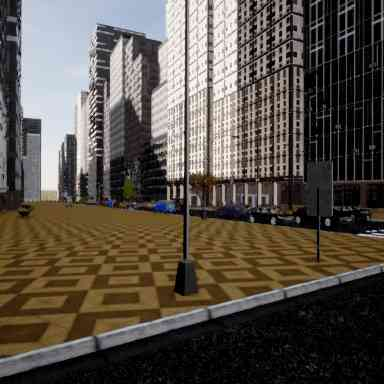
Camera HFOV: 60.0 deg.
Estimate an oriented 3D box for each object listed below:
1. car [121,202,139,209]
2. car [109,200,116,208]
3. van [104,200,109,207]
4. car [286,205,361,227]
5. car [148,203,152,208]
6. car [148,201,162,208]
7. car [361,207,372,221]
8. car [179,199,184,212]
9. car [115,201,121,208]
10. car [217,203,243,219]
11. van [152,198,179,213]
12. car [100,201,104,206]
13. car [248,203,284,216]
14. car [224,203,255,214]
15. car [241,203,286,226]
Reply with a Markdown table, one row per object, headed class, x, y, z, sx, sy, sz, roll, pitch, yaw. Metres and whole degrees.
| class | x | y | z | sx | sy | sz | roll | pitch | yaw |
| --- | --- | --- | --- | --- | --- | --- | --- | --- | --- |
| car | -11.024 | 2.525 | 61.374 | 2.008 | 1.369 | 4.403 | -1 | -1 | -26 |
| car | -15.914 | 2.731 | 71.505 | 1.887 | 1.381 | 4.507 | -1 | -1 | -26 |
| van | -18.362 | 2.635 | 76.571 | 1.690 | 1.788 | 3.998 | -1 | -1 | -26 |
| car | 9.565 | 1.734 | 24.687 | 1.837 | 1.490 | 4.892 | 0 | -1 | -25 |
| car | -7.475 | 2.675 | 67.363 | 1.895 | 1.301 | 4.718 | 0 | -1 | -26 |
| car | -8.366 | 2.809 | 75.147 | 1.802 | 1.307 | 4.206 | -1 | -1 | -26 |
| car | 13.638 | 1.854 | 29.562 | 2.008 | 1.369 | 4.403 | -1 | -1 | -26 |
| car | -3.161 | 2.261 | 51.168 | 1.837 | 1.490 | 4.892 | 0 | -2 | -25 |
| car | -13.396 | 2.602 | 66.287 | 1.752 | 1.417 | 4.829 | -1 | -1 | -26 |
| car | 4.578 | 1.980 | 35.039 | 2.033 | 1.411 | 5.357 | 0 | -1 | -26 |
| van | -3.693 | 2.005 | 46.183 | 1.690 | 1.788 | 3.998 | -1 | -1 | -26 |
| car | -23.248 | 3.053 | 86.698 | 1.887 | 1.381 | 4.507 | -1 | -1 | -26 |
| car | 8.748 | 2.068 | 39.692 | 1.947 | 1.339 | 4.313 | -1 | -1 | -26 |
| car | 6.303 | 2.168 | 44.757 | 1.947 | 1.339 | 4.313 | -1 | -1 | -26 |
| car | 6.092 | 1.814 | 25.919 | 2.008 | 1.369 | 4.403 | -1 | -1 | -26 |
